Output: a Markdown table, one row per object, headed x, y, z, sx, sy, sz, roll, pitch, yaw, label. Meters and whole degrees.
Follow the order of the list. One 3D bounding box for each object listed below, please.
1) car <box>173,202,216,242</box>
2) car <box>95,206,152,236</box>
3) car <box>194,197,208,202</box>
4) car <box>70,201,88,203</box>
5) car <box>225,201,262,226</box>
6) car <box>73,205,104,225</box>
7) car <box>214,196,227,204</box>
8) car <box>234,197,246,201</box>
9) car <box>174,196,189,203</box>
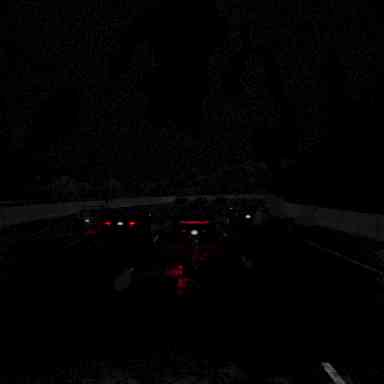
| x | y | z | sx | sy | sz | roll | pitch | yaw | label |
| --- | --- | --- | --- | --- | --- | --- | --- | --- | --- |
| 0.109 | 1.493 | 16.437 | 2.128 | 1.511 | 4.902 | 0 | 0 | 0 | car |
| -3.384 | 1.548 | 18.272 | 2.033 | 1.411 | 5.357 | 0 | 0 | 0 | car |
| 1.704 | 1.571 | 61.581 | 1.994 | 1.385 | 4.181 | 0 | 0 | 14 | car |
| -20.600 | 1.550 | 59.600 | 2.033 | 1.411 | 5.357 | 0 | 0 | 12 | car |
| 3.703 | 1.569 | 23.570 | 1.994 | 1.385 | 4.181 | 0 | 0 | 2 | car |
| -6.847 | 1.600 | 24.100 | 1.895 | 1.301 | 4.718 | 0 | 0 | 1 | car |
| 5.261 | 1.500 | 61.499 | 2.128 | 1.511 | 4.902 | 0 | 0 | 14 | car |
| 8.816 | 1.575 | 61.214 | 1.994 | 1.385 | 4.181 | 0 | 0 | 14 | car |
| -1.954 | 1.531 | 61.486 | 1.812 | 1.442 | 4.674 | 0 | 0 | 13 | car |
